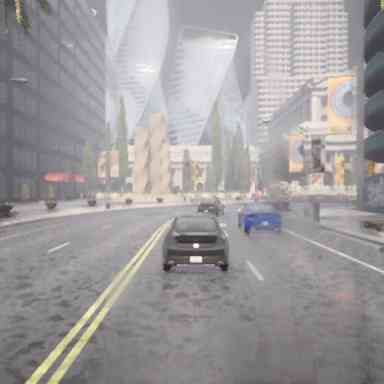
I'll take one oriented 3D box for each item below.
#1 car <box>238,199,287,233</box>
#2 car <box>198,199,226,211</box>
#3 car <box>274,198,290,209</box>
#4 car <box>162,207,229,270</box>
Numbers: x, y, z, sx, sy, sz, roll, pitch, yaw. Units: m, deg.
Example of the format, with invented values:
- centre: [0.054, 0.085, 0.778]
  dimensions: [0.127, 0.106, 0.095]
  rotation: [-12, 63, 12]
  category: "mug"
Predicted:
- centre: [3.712, 1.378, 18.800]
  dimensions: [1.882, 1.535, 5.008]
  rotation: [0, 0, 2]
  category: "car"
- centre: [1.803, 1.349, 29.516]
  dimensions: [1.837, 1.490, 4.892]
  rotation: [-1, 0, 15]
  category: "car"
- centre: [9.887, 1.397, 38.718]
  dimensions: [1.895, 1.301, 4.718]
  rotation: [0, 0, 34]
  category: "car"
- centre: [0.102, 1.447, 10.843]
  dimensions: [1.837, 1.490, 4.892]
  rotation: [0, 0, 0]
  category: "car"
